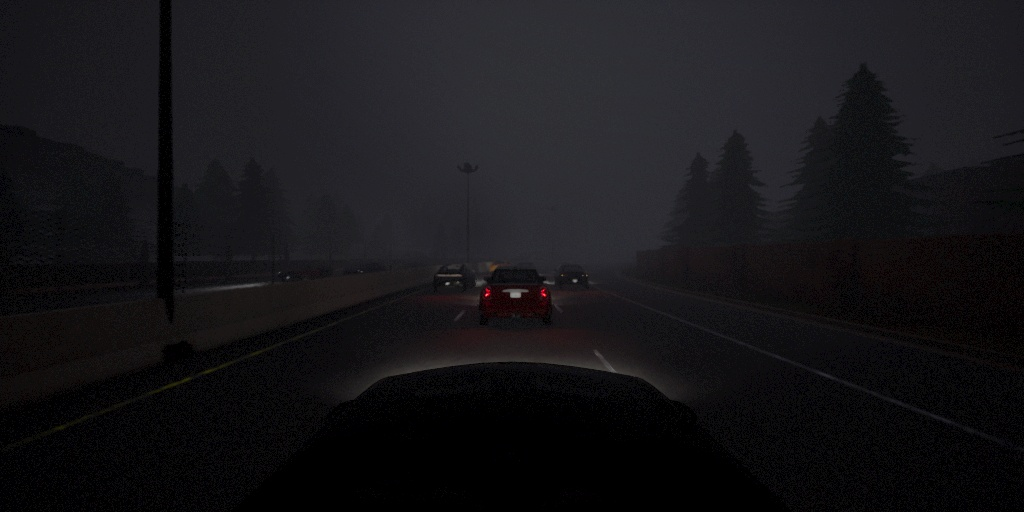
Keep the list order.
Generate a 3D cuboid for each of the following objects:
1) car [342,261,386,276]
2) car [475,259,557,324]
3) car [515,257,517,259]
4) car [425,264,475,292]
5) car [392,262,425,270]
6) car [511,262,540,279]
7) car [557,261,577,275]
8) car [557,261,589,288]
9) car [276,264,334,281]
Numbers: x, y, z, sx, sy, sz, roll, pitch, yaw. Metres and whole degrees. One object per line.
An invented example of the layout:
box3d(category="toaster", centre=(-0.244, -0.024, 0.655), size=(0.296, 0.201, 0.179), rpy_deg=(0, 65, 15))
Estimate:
box3d(category="car", centre=(-13.140, 1.218, 32.121), size=(1.882, 1.535, 5.008), rpy_deg=(0, 0, 7))
box3d(category="car", centre=(0.102, 1.099, 12.045), size=(2.097, 1.767, 4.553), rpy_deg=(0, 0, 0))
box3d(category="car", centre=(-1.064, 1.216, 39.244), size=(1.882, 1.535, 5.008), rpy_deg=(0, 0, 11))
box3d(category="car", centre=(-3.283, 1.235, 21.119), size=(2.128, 1.511, 4.902), rpy_deg=(0, 0, 2))
box3d(category="car", centre=(-9.466, 1.288, 33.640), size=(2.033, 1.411, 5.357), rpy_deg=(0, 0, 8))
box3d(category="car", centre=(1.367, 1.288, 33.696), size=(2.033, 1.411, 5.357), rpy_deg=(0, 0, 9))
box3d(category="car", centre=(6.147, 1.264, 39.514), size=(1.812, 1.442, 4.674), rpy_deg=(0, 0, 13))
box3d(category="car", centre=(3.802, 1.269, 23.287), size=(1.812, 1.442, 4.674), rpy_deg=(0, 0, 3))
box3d(category="car", centre=(-16.987, 1.342, 29.685), size=(1.895, 1.301, 4.718), rpy_deg=(0, 0, 6))
